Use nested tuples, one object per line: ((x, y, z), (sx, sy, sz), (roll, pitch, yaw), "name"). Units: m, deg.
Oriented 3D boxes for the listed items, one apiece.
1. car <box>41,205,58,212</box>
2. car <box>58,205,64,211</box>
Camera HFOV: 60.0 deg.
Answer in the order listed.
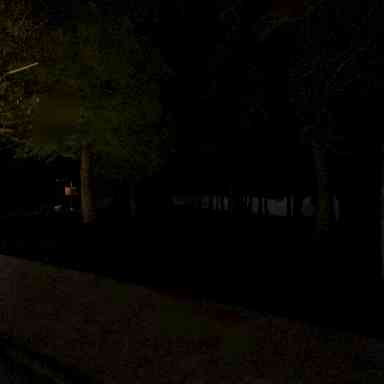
((-33.342, 3.886, 77.193), (1.837, 1.490, 4.892), (0, -2, -9), "car")
((-35.052, 4.238, 87.477), (2.128, 1.511, 4.902), (0, -2, -9), "car")
